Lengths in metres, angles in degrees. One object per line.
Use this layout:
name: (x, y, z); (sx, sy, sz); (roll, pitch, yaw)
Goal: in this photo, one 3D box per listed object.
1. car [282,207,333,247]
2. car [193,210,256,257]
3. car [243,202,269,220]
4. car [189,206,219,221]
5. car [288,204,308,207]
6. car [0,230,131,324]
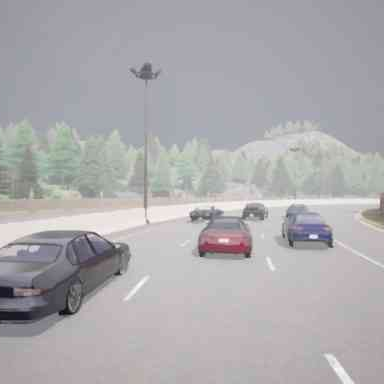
car: (5.323, 1.650, 15.650); (1.812, 1.442, 4.674); (0, 0, 11)
car: (1.411, 1.661, 13.483); (1.994, 1.385, 4.181); (0, 0, 9)
car: (5.866, 1.731, 30.468); (1.837, 1.490, 4.892); (0, 0, 20)
car: (1.332, 1.796, 28.162); (1.895, 1.301, 4.718); (0, 0, 18)
car: (10.261, 1.816, 32.130); (1.994, 1.385, 4.181); (0, 0, 22)
car: (-2.936, 1.590, 7.590); (2.033, 1.411, 5.357); (0, 0, 5)
